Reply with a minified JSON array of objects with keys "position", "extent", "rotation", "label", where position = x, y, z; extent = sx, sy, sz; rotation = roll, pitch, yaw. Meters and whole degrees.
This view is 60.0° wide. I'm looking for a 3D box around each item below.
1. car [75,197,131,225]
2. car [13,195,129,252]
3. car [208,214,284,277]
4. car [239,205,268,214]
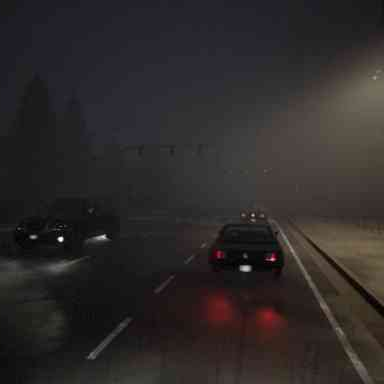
[{"position":[-6.339,1.289,24.328],"extent":[2.097,1.767,4.553],"rotation":[0,0,11],"label":"car"},{"position":[-4.889,1.177,14.098],"extent":[2.150,2.045,5.566],"rotation":[0,0,12],"label":"car"},{"position":[1.728,1.596,10.366],"extent":[1.895,1.301,4.718],"rotation":[0,0,11],"label":"car"},{"position":[4.570,1.591,24.383],"extent":[1.895,1.301,4.718],"rotation":[0,0,13],"label":"car"}]
